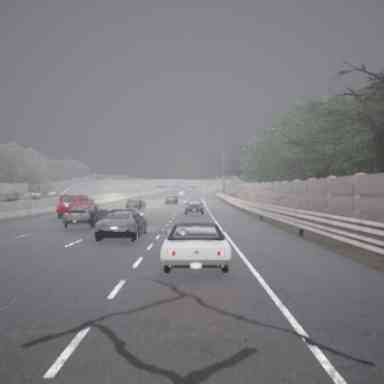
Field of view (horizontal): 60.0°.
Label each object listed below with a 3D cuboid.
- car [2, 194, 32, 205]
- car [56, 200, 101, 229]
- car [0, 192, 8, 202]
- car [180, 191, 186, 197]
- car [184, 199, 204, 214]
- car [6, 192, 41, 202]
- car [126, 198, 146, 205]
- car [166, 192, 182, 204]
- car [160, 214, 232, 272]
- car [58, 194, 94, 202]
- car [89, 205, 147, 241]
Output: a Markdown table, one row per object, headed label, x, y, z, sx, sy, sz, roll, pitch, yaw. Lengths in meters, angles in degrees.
| label | x | y | z | sx | sy | sz | roll | pitch | yaw |
| --- | --- | --- | --- | --- | --- | --- | --- | --- | --- |
| car | -27.740 | 1.194 | 52.880 | 2.128 | 1.511 | 4.902 | 0 | 1 | 1 |
| car | -6.841 | 1.505 | 21.841 | 2.128 | 1.511 | 4.902 | 0 | 0 | 0 |
| car | -24.363 | 1.085 | 43.318 | 2.150 | 2.045 | 5.566 | 0 | 1 | 1 |
| car | -2.713 | 0.560 | 86.432 | 1.812 | 1.442 | 4.674 | 0 | 1 | 1 |
| car | 0.235 | 1.493 | 34.155 | 1.812 | 1.442 | 4.674 | 0 | 0 | 0 |
| car | -20.883 | 1.237 | 41.971 | 2.097 | 1.767 | 4.553 | 0 | 1 | 1 |
| car | -6.719 | 1.400 | 39.986 | 2.128 | 1.511 | 4.902 | 0 | 1 | 0 |
| car | -3.182 | 1.174 | 53.867 | 2.128 | 1.511 | 4.902 | 0 | 1 | 1 |
| car | 0.117 | 1.608 | 10.795 | 1.895 | 1.301 | 4.718 | 0 | 0 | 0 |
| car | -10.305 | 1.215 | 30.043 | 2.150 | 2.045 | 5.566 | 0 | 0 | 0 |
| car | -3.464 | 1.576 | 16.824 | 1.994 | 1.385 | 4.181 | 0 | 0 | 0 |
